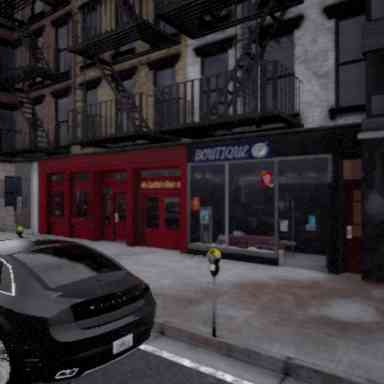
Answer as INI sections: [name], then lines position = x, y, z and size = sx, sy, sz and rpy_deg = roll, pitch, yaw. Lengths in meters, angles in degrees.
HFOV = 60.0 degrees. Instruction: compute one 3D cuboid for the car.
[car]
position = -2.770, 1.503, 5.254
size = 4.892, 1.490, 1.837
rpy_deg = 0, 0, 35
